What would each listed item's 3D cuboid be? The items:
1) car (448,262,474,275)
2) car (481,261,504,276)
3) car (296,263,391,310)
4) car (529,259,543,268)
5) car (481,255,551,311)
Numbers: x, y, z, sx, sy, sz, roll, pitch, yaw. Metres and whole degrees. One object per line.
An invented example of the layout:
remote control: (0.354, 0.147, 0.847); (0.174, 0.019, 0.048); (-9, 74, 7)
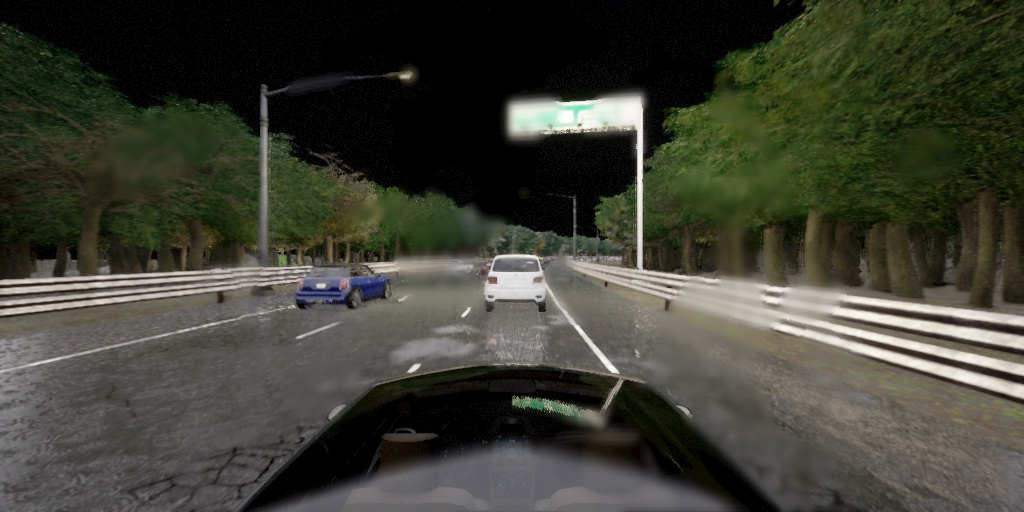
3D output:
car: (-5.415, 1.331, 38.938); (1.895, 1.301, 4.718); (1, 0, 5)
car: (-1.951, 1.265, 37.351); (1.812, 1.442, 4.674); (0, 0, 5)
car: (-6.683, 1.085, 14.805); (2.097, 1.767, 4.553); (0, 0, 2)
car: (4.088, 1.288, 61.134); (2.033, 1.411, 5.357); (0, 0, 8)
car: (0.208, 0.973, 14.606); (2.150, 2.045, 5.566); (0, 0, 2)
